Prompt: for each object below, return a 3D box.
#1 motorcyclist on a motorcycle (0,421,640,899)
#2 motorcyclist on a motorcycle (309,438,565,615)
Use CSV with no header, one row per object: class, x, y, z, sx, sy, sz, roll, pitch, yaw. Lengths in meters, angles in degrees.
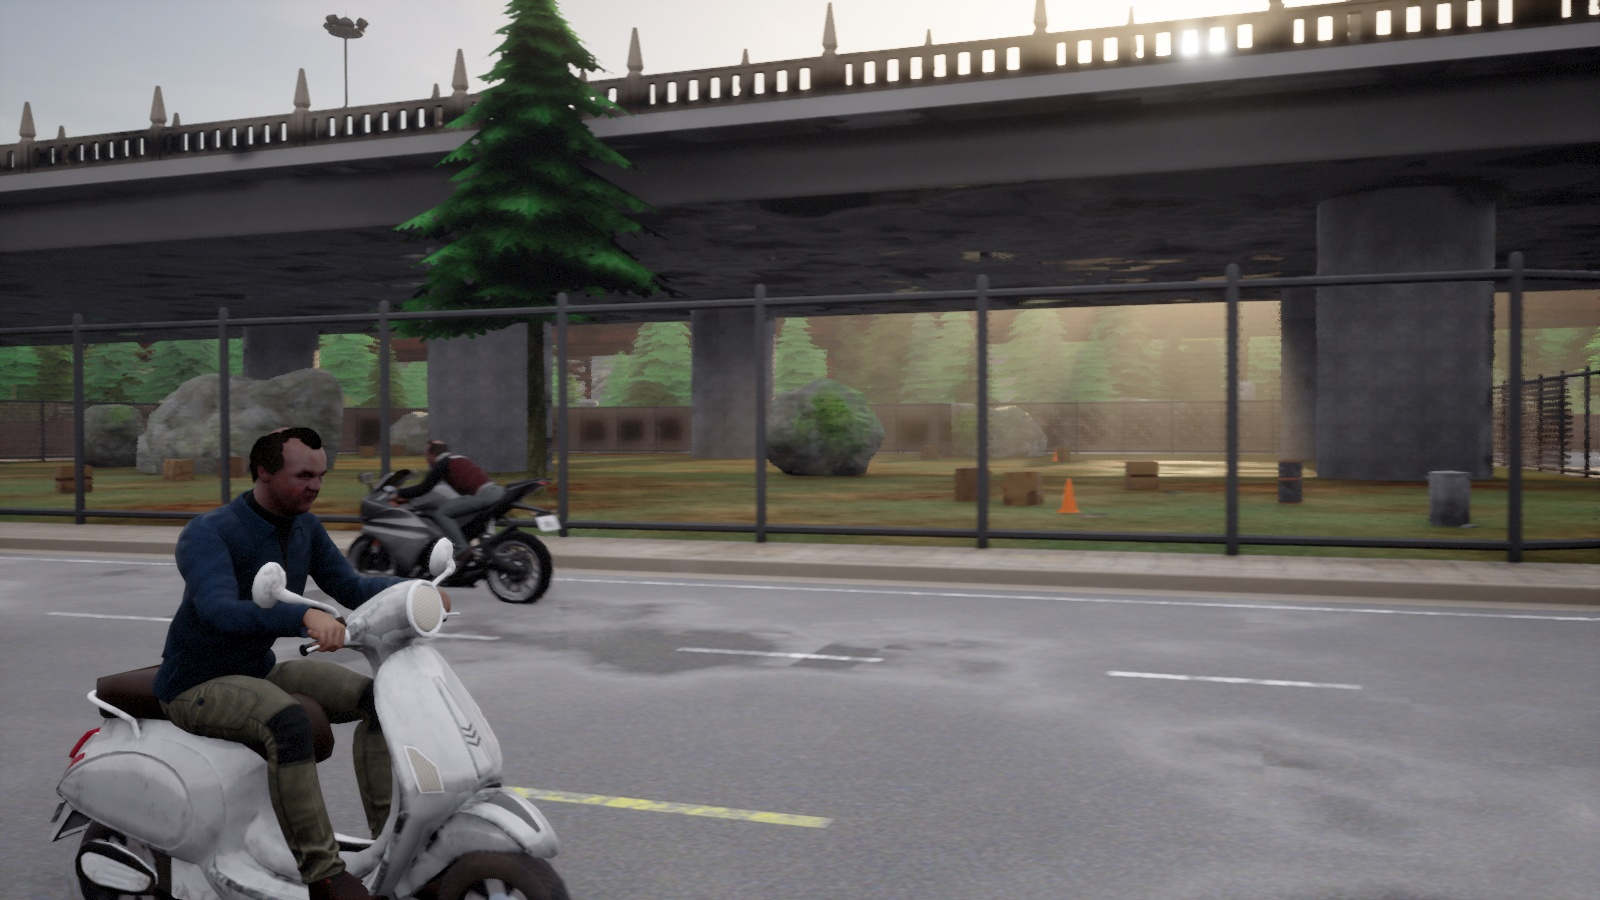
motorcyclist on a motorcycle,-1.487,0.715,3.693,1.817,1.590,0.866,1,1,19
motorcyclist on a motorcycle,-3.377,0.661,11.714,2.191,1.530,0.866,1,1,19
